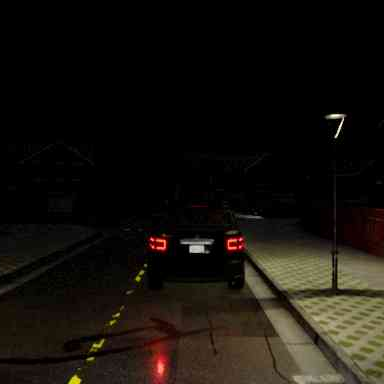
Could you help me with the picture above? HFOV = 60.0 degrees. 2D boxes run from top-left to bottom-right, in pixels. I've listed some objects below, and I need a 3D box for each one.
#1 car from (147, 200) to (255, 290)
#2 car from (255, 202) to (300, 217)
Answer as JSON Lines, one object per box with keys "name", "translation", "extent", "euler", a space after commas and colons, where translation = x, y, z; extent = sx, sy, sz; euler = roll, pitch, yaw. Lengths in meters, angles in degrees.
{"name": "car", "translation": [0.080, 1.218, 9.229], "extent": [2.150, 2.045, 5.566], "euler": [0, 0, 0]}
{"name": "car", "translation": [8.563, 1.653, 32.484], "extent": [5.357, 1.411, 2.033], "euler": [1, 0, -20]}
